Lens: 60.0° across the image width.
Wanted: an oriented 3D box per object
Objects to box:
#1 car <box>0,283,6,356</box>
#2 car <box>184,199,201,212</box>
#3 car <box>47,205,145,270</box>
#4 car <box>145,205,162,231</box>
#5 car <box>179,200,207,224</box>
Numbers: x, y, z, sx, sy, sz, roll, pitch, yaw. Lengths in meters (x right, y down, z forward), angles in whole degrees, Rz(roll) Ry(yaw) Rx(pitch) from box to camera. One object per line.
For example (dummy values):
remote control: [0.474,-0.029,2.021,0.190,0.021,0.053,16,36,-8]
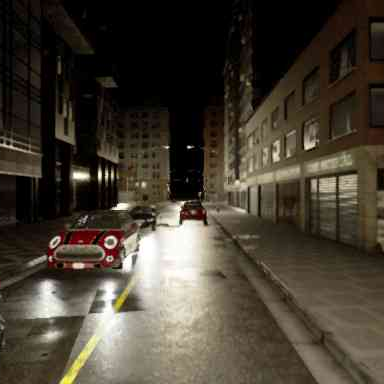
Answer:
car: [-3.075,1.231,1.262,2.150,2.045,5.566,0,0,1]
car: [0.061,1.770,43.548,2.128,1.511,4.902,0,0,0]
car: [-3.073,1.424,11.279,2.097,1.767,4.553,0,0,0]
car: [-3.064,1.629,21.650,2.128,1.511,4.902,0,0,0]
car: [0.092,1.518,26.215,2.097,1.767,4.553,0,0,0]
